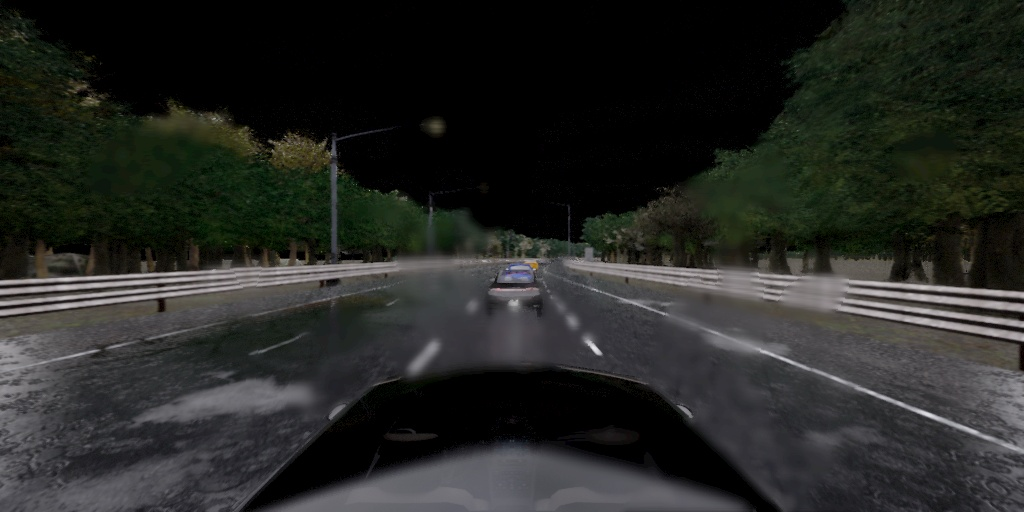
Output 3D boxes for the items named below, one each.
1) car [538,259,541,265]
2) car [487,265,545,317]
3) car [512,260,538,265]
[{"bbox_3d":[2.766,1.319,51.823,1.882,1.535,5.008,0,0,6],"label":"car"},{"bbox_3d":[0.166,1.244,13.160,2.128,1.511,4.902,0,0,2],"label":"car"},{"bbox_3d":[0.591,1.258,24.402,1.882,1.535,5.008,0,0,3],"label":"car"}]
